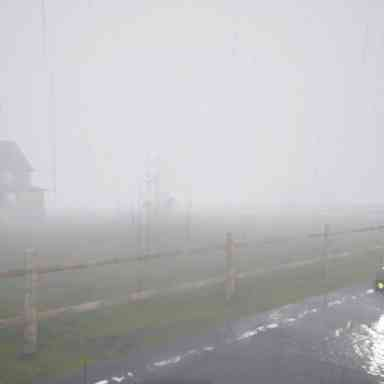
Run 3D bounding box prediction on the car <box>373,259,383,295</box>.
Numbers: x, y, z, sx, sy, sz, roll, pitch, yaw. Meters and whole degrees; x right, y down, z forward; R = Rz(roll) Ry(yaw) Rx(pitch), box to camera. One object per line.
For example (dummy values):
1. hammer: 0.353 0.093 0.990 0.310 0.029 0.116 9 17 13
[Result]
1. car: 5.853 1.600 7.361 4.181 1.385 1.994 0 0 -36
